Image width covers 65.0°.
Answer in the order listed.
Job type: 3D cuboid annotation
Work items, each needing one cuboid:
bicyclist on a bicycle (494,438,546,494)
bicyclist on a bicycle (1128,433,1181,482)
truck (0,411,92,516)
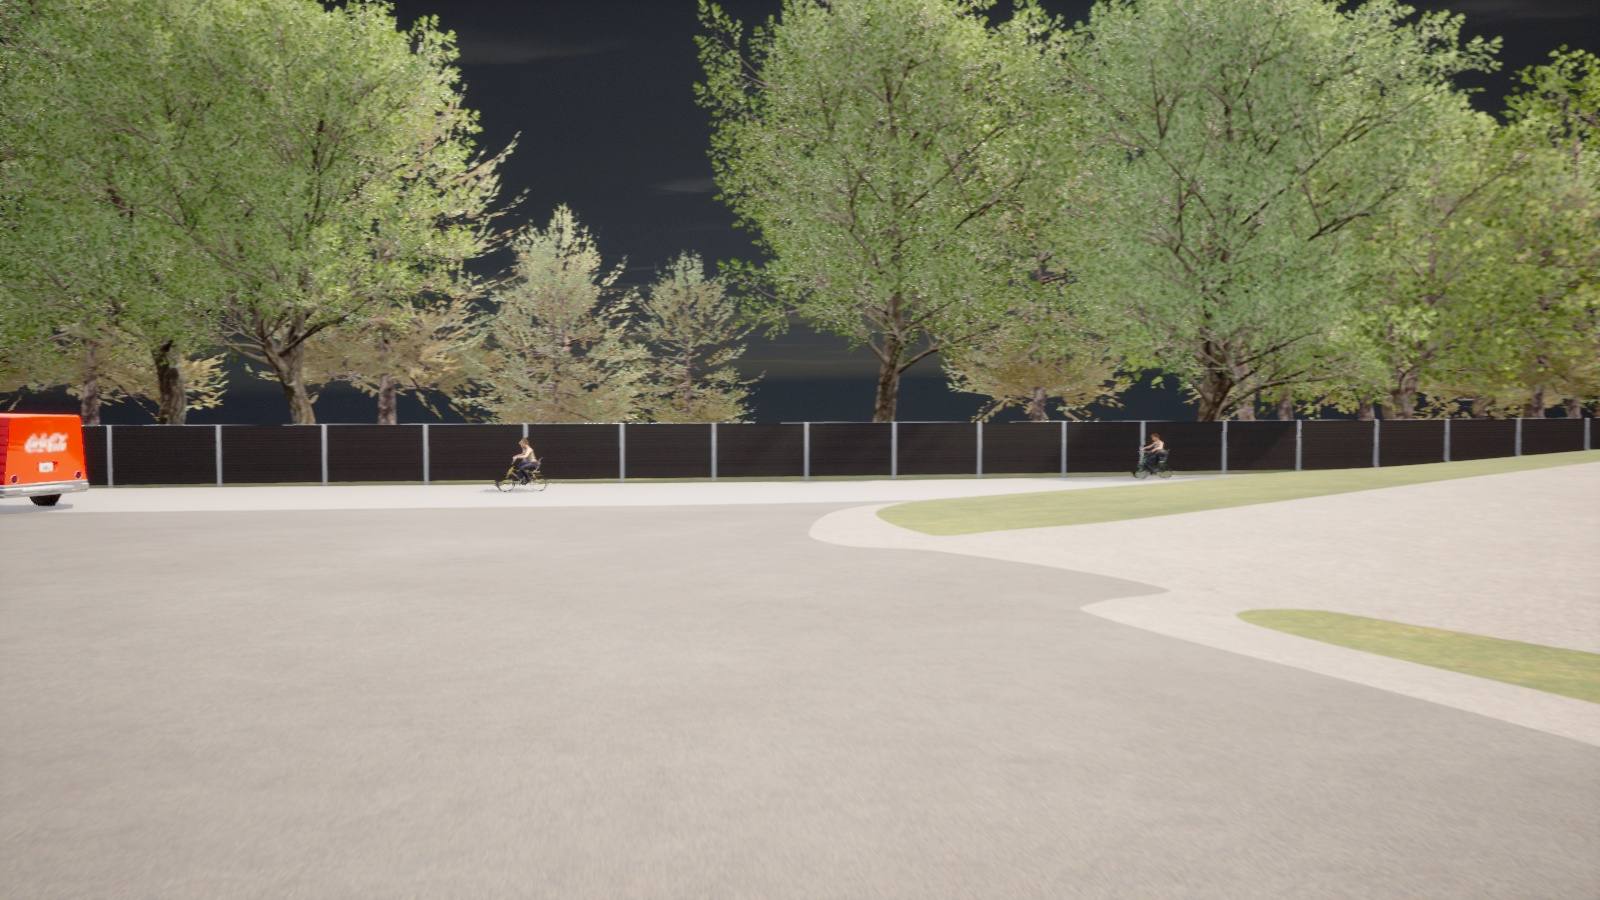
[{"bbox_3d":[-8.450,0.470,37.988,1.509,1.612,0.866,0,3,-12],"label":"bicyclist on a bicycle"},{"bbox_3d":[12.271,0.253,43.527,1.509,1.612,0.866,-1,3,-15],"label":"bicyclist on a bicycle"},{"bbox_3d":[-21.392,0.241,32.350,5.204,2.467,2.627,1,3,18],"label":"truck"}]
